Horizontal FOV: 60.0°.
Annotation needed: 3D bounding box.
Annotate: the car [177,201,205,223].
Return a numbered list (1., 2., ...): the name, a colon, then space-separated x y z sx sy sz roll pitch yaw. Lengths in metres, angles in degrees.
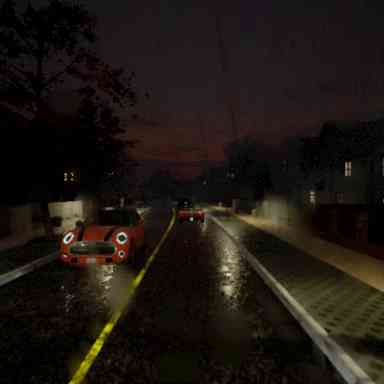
1. car: -0.076 1.637 25.946 1.895 1.301 4.718 0 0 -1

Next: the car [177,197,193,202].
1. car: -0.915 1.460 43.099 2.097 1.767 4.553 0 0 -4

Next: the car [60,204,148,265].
1. car: -2.855 1.360 11.686 2.097 1.767 4.553 0 0 0
